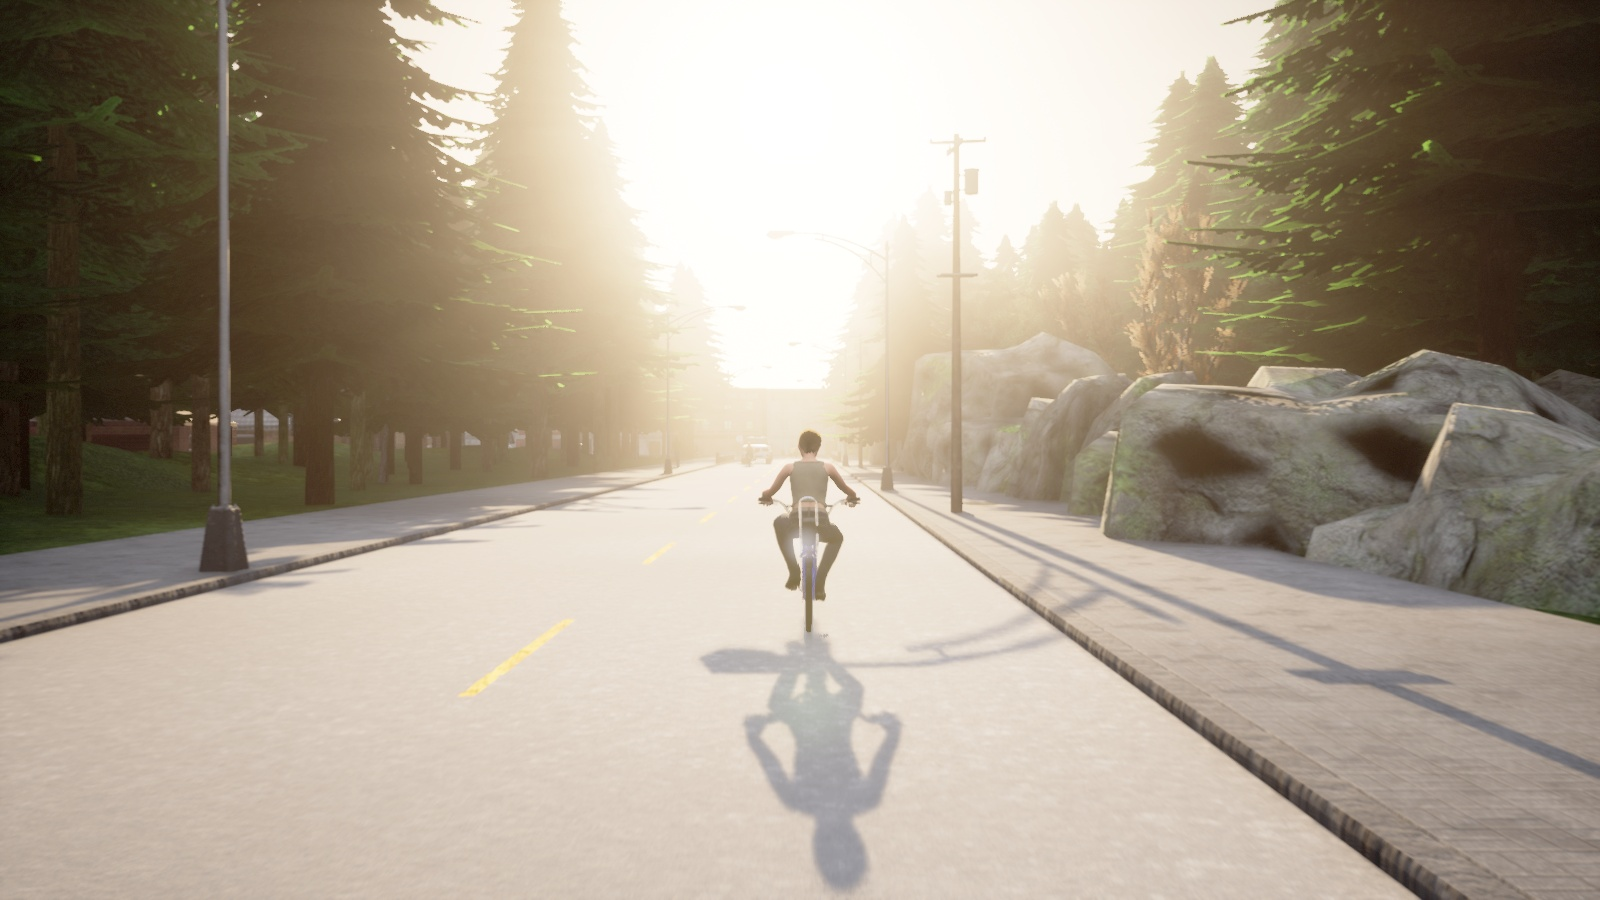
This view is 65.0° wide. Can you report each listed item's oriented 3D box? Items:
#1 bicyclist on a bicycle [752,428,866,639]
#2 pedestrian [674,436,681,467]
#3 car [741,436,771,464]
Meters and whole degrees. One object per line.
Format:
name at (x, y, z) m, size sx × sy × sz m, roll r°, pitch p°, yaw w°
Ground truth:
bicyclist on a bicycle at (0.075, 0.632, 10.338) m, size 0.866 × 1.612 × 1.509 m, roll 0°, pitch 0°, yaw 1°
pedestrian at (-7.189, 0.089, 73.608) m, size 0.354 × 1.836 × 0.706 m, roll 0°, pitch 0°, yaw 0°
car at (-3.331, -0.009, 96.106) m, size 2.150 × 2.045 × 5.566 m, roll 0°, pitch 0°, yaw 0°
